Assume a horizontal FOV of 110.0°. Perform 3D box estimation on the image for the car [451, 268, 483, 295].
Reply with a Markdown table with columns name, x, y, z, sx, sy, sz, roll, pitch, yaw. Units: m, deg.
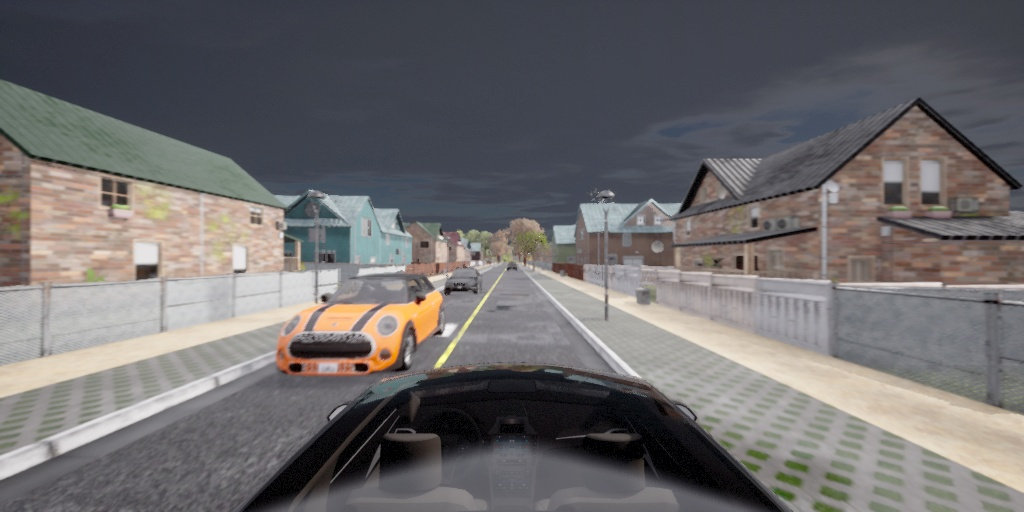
| name | x | y | z | sx | sy | sz | roll | pitch | yaw |
| --- | --- | --- | --- | --- | --- | --- | --- | --- | --- |
| car | -2.781 | 1.467 | 21.608 | 1.837 | 1.490 | 4.892 | 0 | -1 | 1 |

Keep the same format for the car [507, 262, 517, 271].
| name | x | y | z | sx | sy | sz | roll | pitch | yaw |
| --- | --- | --- | --- | --- | --- | --- | --- | --- | --- |
| car | 0.032 | 1.897 | 63.567 | 1.837 | 1.490 | 4.892 | 0 | -1 | 0 |

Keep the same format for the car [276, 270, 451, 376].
| name | x | y | z | sx | sy | sz | roll | pitch | yaw |
| --- | --- | --- | --- | --- | --- | --- | --- | --- | --- |
| car | -2.839 | 1.168 | 7.792 | 2.097 | 1.767 | 4.553 | 0 | -1 | 0 |
